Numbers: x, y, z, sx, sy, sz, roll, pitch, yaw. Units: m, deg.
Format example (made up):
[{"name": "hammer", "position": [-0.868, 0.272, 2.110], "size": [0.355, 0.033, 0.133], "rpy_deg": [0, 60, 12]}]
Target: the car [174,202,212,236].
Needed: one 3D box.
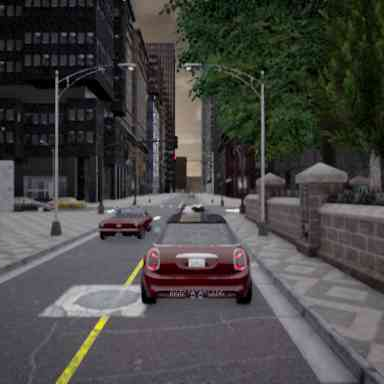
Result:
[{"name": "car", "position": [0.059, 1.341, 18.224], "size": [1.812, 1.442, 4.674], "rpy_deg": [0, 1, 0]}]

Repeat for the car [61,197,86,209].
[{"name": "car", "position": [-14.852, 1.253, 38.676], "size": [4.829, 1.417, 1.752], "rpy_deg": [0, -1, 0]}]

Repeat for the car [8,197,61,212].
[{"name": "car", "position": [-14.701, 1.187, 30.151], "size": [4.403, 1.369, 2.008], "rpy_deg": [0, -1, 0]}]

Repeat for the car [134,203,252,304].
[{"name": "car", "position": [0.081, 1.267, 8.096], "size": [2.097, 1.767, 4.553], "rpy_deg": [0, 1, 0]}]

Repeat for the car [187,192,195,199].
[{"name": "car", "position": [-0.170, 0.861, 79.715], "size": [2.033, 1.411, 5.357], "rpy_deg": [0, 0, 0]}]

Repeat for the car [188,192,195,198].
[{"name": "car", "position": [-0.193, 0.728, 90.133], "size": [1.812, 1.442, 4.674], "rpy_deg": [0, 0, 0]}]

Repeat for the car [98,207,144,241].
[{"name": "car", "position": [-3.033, 1.438, 15.976], "size": [1.895, 1.301, 4.718], "rpy_deg": [0, 1, 0]}]

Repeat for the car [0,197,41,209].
[{"name": "car", "position": [-20.194, 1.284, 38.694], "size": [4.403, 1.369, 2.008], "rpy_deg": [0, -1, 0]}]
